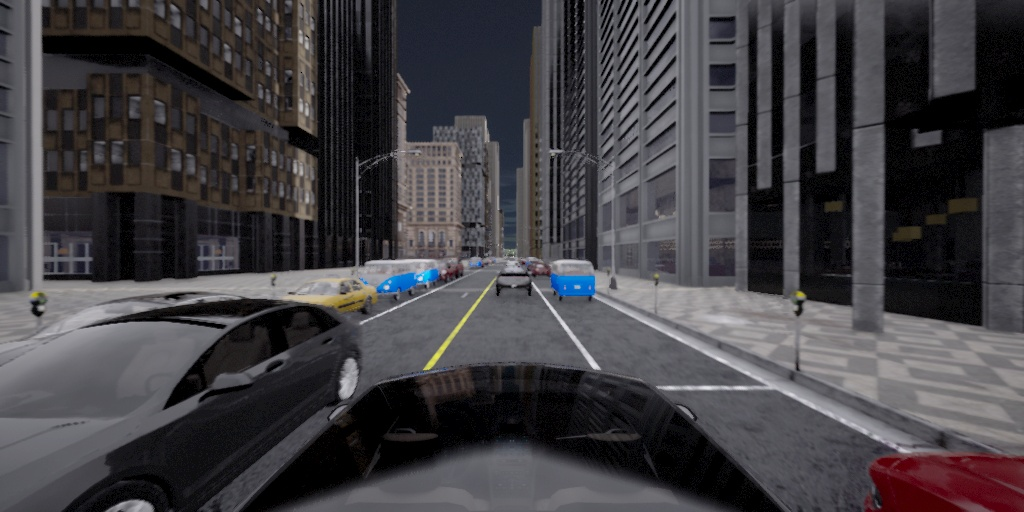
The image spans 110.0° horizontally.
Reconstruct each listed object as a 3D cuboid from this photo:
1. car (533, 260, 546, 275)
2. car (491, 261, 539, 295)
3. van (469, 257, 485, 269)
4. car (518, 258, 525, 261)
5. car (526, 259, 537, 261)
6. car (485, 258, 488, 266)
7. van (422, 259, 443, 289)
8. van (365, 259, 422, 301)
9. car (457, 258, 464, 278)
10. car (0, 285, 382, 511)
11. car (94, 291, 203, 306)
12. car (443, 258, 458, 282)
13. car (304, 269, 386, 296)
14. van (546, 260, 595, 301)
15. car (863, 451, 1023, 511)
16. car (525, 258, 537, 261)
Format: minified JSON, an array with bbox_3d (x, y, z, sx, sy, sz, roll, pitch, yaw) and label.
[{"bbox_3d":[2.780,1.331,33.947,1.802,1.307,4.207,0,0,0],"label":"car"},{"bbox_3d":[0.101,1.243,19.679,2.128,1.511,4.902,0,0,0],"label":"car"},{"bbox_3d":[-5.735,1.094,56.511,1.690,1.789,3.998,0,0,0],"label":"van"},{"bbox_3d":[0.115,1.276,38.681,1.812,1.442,4.674,0,0,0],"label":"car"},{"bbox_3d":[2.783,1.330,39.587,1.802,1.307,4.207,0,0,0],"label":"car"},{"bbox_3d":[-5.732,1.297,62.152,1.888,1.381,4.507,0,0,0],"label":"car"},{"bbox_3d":[-5.751,1.095,22.665,1.690,1.789,3.998,0,0,0],"label":"van"},{"bbox_3d":[-5.754,1.095,17.024,1.690,1.789,3.998,0,0,0],"label":"van"},{"bbox_3d":[-5.746,1.069,33.947,2.192,1.841,5.009,0,0,0],"label":"car"},{"bbox_3d":[-3.096,1.257,3.427,1.837,1.490,4.892,0,0,0],"label":"car"},{"bbox_3d":[-5.759,1.305,5.743,2.007,1.370,4.403,0,0,0],"label":"car"},{"bbox_3d":[-5.748,1.194,28.305,1.967,1.591,4.097,0,0,0],"label":"car"},{"bbox_3d":[-5.757,1.280,11.213,1.751,1.417,4.829,0,0,0],"label":"car"},{"bbox_3d":[2.772,1.089,17.025,1.690,1.789,3.998,0,0,0],"label":"van"},{"bbox_3d":[2.763,1.293,0.103,1.888,1.381,4.507,0,0,0],"label":"car"},{"bbox_3d":[2.785,1.314,45.228,1.948,1.339,4.313,0,0,0],"label":"car"}]
